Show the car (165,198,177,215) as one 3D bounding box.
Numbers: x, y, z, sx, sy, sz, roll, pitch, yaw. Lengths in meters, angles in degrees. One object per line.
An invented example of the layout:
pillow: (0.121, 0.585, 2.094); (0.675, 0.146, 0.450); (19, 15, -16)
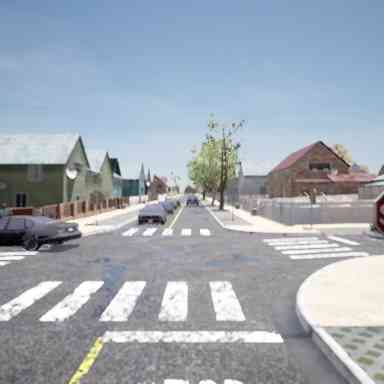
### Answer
car: (-2.848, 1.566, 34.003); (1.994, 1.385, 4.181); (0, 0, 0)

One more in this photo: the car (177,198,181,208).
car: (-2.840, 1.491, 43.469); (2.128, 1.511, 4.902); (0, 0, 0)

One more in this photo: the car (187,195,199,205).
car: (0.102, 1.345, 59.246); (2.097, 1.767, 4.553); (0, 0, 0)

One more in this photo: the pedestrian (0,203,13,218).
pedestrian: (-9.691, 1.461, 17.274); (0.375, 1.860, 0.375); (0, 0, 0)

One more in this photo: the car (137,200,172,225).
car: (-2.817, 1.549, 24.732); (2.033, 1.411, 5.357); (0, 0, -1)

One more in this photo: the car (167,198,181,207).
car: (-2.810, 1.597, 53.471); (1.895, 1.301, 4.718); (0, 0, 0)

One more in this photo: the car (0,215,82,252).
car: (-7.562, 1.732, 14.345); (5.357, 1.411, 2.033); (-3, -1, 10)

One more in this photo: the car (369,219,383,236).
car: (10.354, 1.218, 14.479); (4.892, 1.490, 1.837); (-2, -1, 0)
